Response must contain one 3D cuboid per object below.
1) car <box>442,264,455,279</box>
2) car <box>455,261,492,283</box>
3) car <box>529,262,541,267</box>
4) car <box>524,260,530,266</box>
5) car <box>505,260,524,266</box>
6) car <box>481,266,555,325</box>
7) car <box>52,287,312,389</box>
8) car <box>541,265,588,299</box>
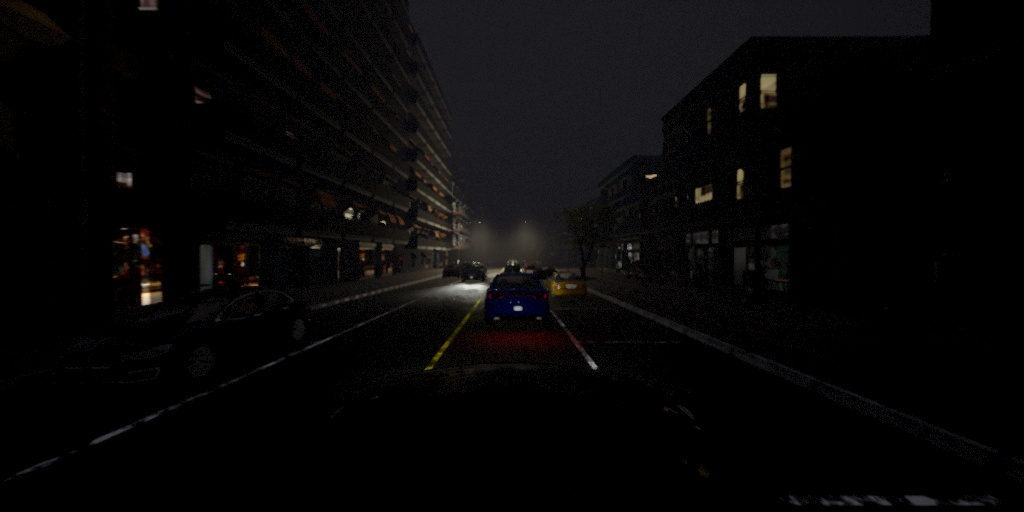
[{"bbox_3d":[-5.688,1.459,35.358,1.888,1.381,4.507,0,0,0],"label":"car"},{"bbox_3d":[-3.087,1.378,29.888,2.128,1.511,4.902,0,0,0],"label":"car"},{"bbox_3d":[2.692,1.431,29.651,1.888,1.381,4.507,0,0,0],"label":"car"},{"bbox_3d":[2.694,1.581,52.360,1.802,1.307,4.207,0,0,0],"label":"car"},{"bbox_3d":[0.104,1.450,44.618,2.128,1.511,4.902,0,0,0],"label":"car"},{"bbox_3d":[0.110,1.278,12.171,1.882,1.535,5.008,0,0,-1],"label":"car"},{"bbox_3d":[-5.690,1.325,6.971,2.007,1.370,4.403,0,0,0],"label":"car"},{"bbox_3d":[2.691,1.356,18.466,1.751,1.417,4.829,0,0,0],"label":"car"}]
